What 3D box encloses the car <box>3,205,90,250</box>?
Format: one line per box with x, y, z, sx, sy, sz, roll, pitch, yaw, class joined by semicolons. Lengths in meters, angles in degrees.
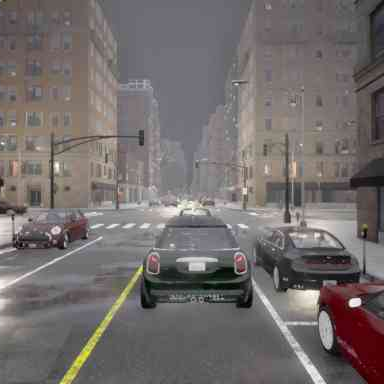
-5.818;1.445;14.169;1.967;1.590;4.097;0;0;0;car

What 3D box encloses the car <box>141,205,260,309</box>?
0.066;1.354;8.059;2.097;1.767;4.553;0;0;-1;car

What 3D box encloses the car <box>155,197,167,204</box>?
-5.944;1.612;63.547;1.887;1.381;4.507;0;0;0;car

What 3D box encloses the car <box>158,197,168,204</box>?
-5.984;1.664;69.055;1.802;1.307;4.206;0;0;0;car

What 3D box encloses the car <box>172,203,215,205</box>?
0.133;1.497;15.361;2.128;1.511;4.902;0;0;0;car

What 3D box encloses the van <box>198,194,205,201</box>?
2.424;1.480;85.632;1.690;1.788;3.998;0;0;0;van

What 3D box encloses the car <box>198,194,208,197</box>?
2.580;1.594;63.773;1.752;1.417;4.829;0;0;0;car

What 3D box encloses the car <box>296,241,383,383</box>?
2.682;1.545;3.170;1.887;1.381;4.507;0;0;0;car

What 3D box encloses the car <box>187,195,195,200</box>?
-0.280;1.541;90.067;1.994;1.385;4.181;0;0;0;car

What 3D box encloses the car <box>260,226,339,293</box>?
2.694;1.553;8.662;2.008;1.369;4.403;0;0;0;car

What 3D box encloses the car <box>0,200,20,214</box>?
-17.605;1.403;30.207;5.008;1.535;1.882;0;0;-2;car

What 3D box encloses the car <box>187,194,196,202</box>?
-0.208;1.705;80.091;1.895;1.301;4.718;0;0;0;car

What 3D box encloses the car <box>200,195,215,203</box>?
2.660;1.589;52.589;1.887;1.381;4.507;0;0;0;car

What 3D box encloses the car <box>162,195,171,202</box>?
-6.062;1.557;80.071;1.967;1.590;4.097;0;0;0;car

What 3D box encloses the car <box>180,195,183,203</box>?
-3.139;1.660;60.023;1.895;1.301;4.718;0;0;0;car

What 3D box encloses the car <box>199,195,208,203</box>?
2.502;1.539;74.617;1.967;1.590;4.097;0;0;0;car

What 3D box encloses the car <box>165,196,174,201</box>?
-6.142;1.726;91.087;1.947;1.339;4.313;0;0;0;car

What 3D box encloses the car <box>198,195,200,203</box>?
2.621;1.621;58.095;1.947;1.339;4.313;0;0;0;car

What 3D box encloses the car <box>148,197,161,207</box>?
-5.865;1.594;52.531;2.008;1.369;4.403;0;0;0;car

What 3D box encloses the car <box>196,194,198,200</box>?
2.542;1.398;69.110;2.192;1.841;5.009;0;0;0;car

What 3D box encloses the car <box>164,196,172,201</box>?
-6.102;1.720;85.579;1.802;1.307;4.206;0;0;0;car

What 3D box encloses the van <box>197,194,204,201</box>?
2.384;1.502;91.138;1.690;1.788;3.998;0;0;0;van

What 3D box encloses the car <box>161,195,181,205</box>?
-3.085;1.588;50.206;2.033;1.411;5.357;0;0;-1;car

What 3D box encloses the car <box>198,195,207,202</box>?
2.463;1.558;80.123;1.967;1.590;4.097;0;0;0;car
